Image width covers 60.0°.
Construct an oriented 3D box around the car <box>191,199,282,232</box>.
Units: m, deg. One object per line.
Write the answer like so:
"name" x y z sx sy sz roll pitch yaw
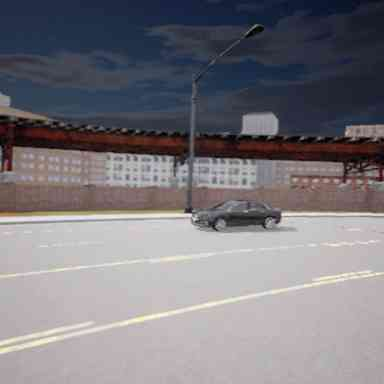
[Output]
"car" 2.329 1.141 17.099 4.892 1.490 1.837 1 1 -24
